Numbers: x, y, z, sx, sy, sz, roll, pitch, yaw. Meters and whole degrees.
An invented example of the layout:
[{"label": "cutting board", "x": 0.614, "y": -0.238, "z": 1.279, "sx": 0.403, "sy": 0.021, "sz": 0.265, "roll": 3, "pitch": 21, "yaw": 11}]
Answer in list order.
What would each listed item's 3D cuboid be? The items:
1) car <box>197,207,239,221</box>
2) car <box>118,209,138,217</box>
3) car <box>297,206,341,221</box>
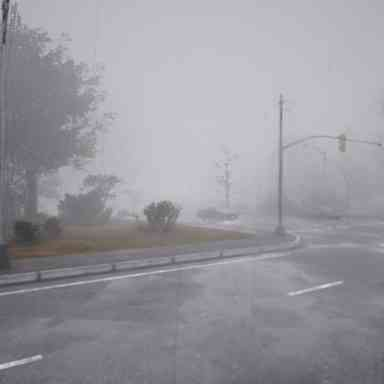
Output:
[{"label": "car", "x": 2.562, "y": 2.238, "z": 34.831, "sx": 2.033, "sy": 1.411, "sz": 5.357, "roll": 1, "pitch": -3, "yaw": -33}, {"label": "car", "x": -10.849, "y": 3.508, "z": 55.849, "sx": 2.033, "sy": 1.411, "sz": 5.357, "roll": 1, "pitch": -3, "yaw": -32}, {"label": "car", "x": 12.397, "y": 2.094, "z": 32.658, "sx": 1.994, "sy": 1.385, "sz": 4.181, "roll": 1, "pitch": -2, "yaw": -33}]
